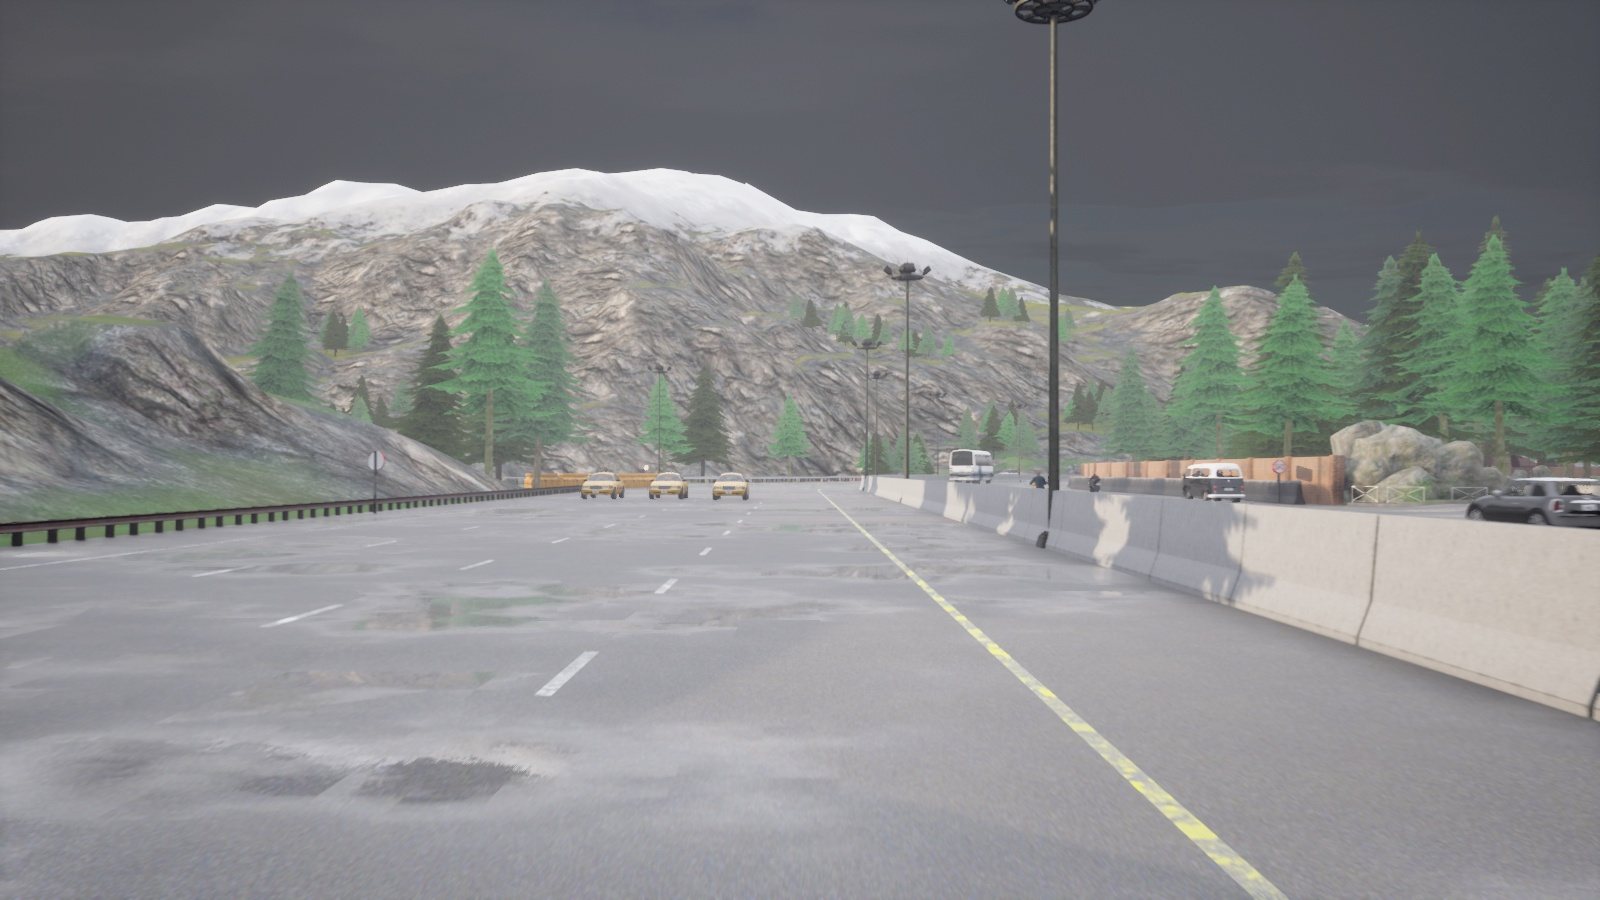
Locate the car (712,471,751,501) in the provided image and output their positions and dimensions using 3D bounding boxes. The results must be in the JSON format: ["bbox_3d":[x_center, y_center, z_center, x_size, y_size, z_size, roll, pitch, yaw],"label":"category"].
[{"bbox_3d":[-3.664,1.899,67.550,1.801,1.575,5.366,0,-1,0],"label":"car"}]

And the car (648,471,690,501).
[{"bbox_3d":[-7.168,1.941,69.205,1.801,1.575,5.366,0,-1,0],"label":"car"}]

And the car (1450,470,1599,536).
[{"bbox_3d":[17.427,1.210,29.834,1.970,1.475,3.806,0,-1,0],"label":"car"}]

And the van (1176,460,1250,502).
[{"bbox_3d":[20.849,1.521,63.583,2.069,2.038,4.480,0,-1,-2],"label":"van"}]

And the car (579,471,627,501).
[{"bbox_3d":[-10.666,1.942,68.440,1.801,1.575,5.366,0,-1,0],"label":"car"}]
